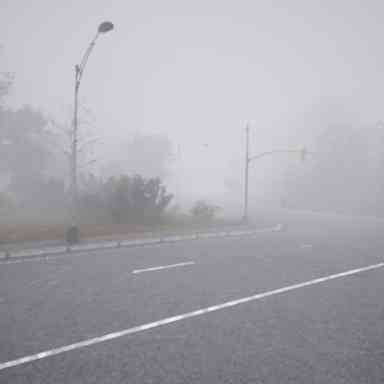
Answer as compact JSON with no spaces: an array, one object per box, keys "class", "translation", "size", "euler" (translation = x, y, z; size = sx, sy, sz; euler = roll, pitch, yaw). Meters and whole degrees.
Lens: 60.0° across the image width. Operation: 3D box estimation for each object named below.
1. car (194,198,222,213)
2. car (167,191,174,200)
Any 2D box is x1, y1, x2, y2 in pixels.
[{"class":"car","translation":[1.872,1.554,39.232],"size":[1.882,1.535,5.008],"euler":[1,1,-20]},{"class":"car","translation":[-4.465,0.558,63.282],"size":[1.882,1.535,5.008],"euler":[1,3,-9]}]
